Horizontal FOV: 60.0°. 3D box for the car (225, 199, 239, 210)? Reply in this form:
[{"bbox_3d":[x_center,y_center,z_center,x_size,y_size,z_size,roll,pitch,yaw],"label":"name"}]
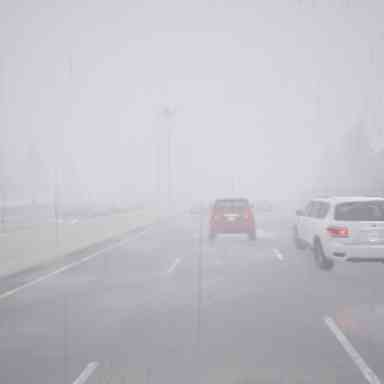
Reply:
[{"bbox_3d":[5.733,1.778,47.113,1.895,1.301,4.718,-2,0,8],"label":"car"}]

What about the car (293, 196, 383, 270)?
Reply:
[{"bbox_3d":[4.806,1.158,10.836,2.150,2.045,5.566,-2,0,7],"label":"car"}]

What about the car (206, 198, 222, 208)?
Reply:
[{"bbox_3d":[3.838,1.798,57.022,2.128,1.511,4.902,-2,-1,12],"label":"car"}]

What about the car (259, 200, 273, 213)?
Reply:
[{"bbox_3d":[8.124,1.602,38.045,1.994,1.385,4.181,-2,0,7],"label":"car"}]

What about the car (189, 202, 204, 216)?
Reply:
[{"bbox_3d":[0.844,1.807,36.142,1.994,1.385,4.181,-2,-1,7],"label":"car"}]

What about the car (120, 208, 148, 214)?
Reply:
[{"bbox_3d":[-6.164,2.072,37.294,1.994,1.385,4.181,-2,0,7],"label":"car"}]

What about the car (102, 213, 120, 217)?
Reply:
[{"bbox_3d":[-9.636,2.187,37.716,2.033,1.411,5.357,-2,0,7],"label":"car"}]

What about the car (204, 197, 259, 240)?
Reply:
[{"bbox_3d":[2.096,1.290,17.535,2.150,2.045,5.566,-2,0,7],"label":"car"}]
